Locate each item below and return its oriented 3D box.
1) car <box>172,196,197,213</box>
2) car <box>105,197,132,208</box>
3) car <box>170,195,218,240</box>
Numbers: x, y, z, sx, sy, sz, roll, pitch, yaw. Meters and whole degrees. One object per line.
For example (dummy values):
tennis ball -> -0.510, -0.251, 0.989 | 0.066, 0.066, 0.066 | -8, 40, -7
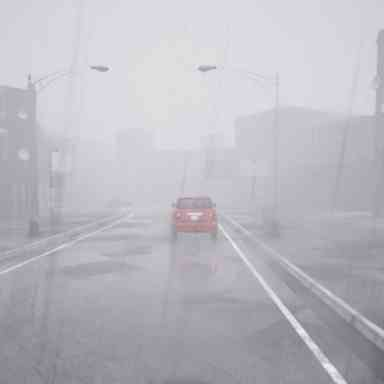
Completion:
car -> -0.892, 1.250, 35.251 | 1.882, 1.535, 5.008 | 0, 1, -11
car -> -9.841, 1.377, 44.325 | 4.181, 1.385, 1.994 | -1, 2, 44
car -> 0.106, 1.168, 16.875 | 2.150, 2.045, 5.566 | 0, 0, 0
